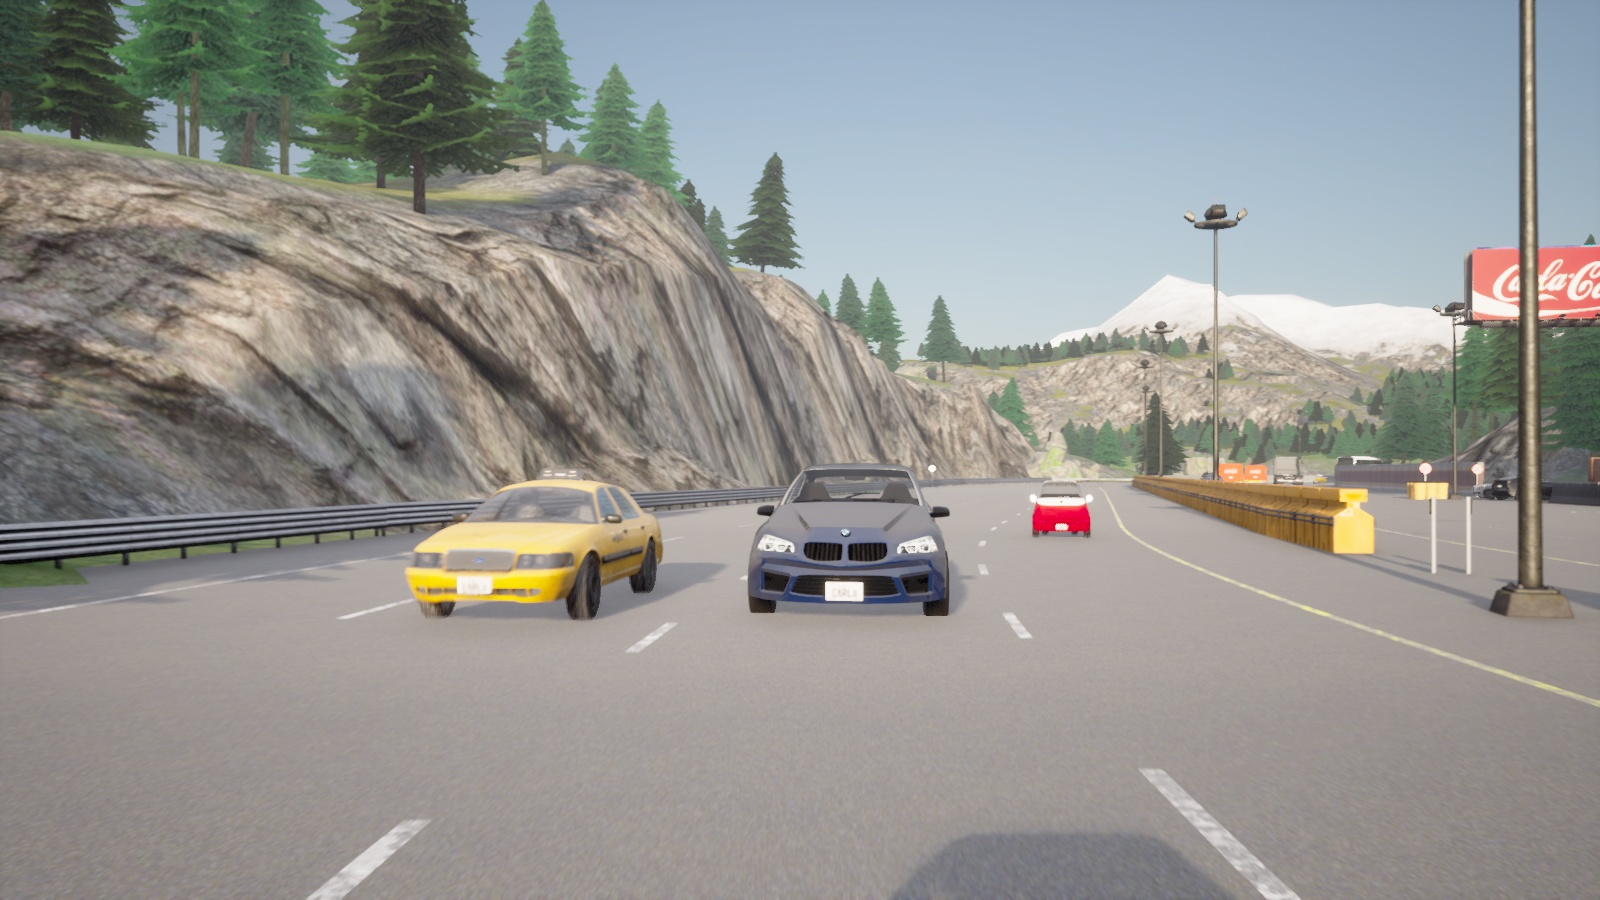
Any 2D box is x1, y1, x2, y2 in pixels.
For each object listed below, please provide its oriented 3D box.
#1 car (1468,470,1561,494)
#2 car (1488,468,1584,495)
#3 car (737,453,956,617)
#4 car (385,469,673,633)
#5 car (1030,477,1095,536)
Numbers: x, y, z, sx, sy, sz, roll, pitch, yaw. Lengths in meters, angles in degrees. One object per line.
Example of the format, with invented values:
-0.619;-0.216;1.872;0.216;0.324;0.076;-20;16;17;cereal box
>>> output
43.816;1.965;77.113;4.674;1.442;1.812;-1;-1;19;car
42.918;1.825;73.307;4.514;1.525;2.007;0;-1;-7;car
0.681;0.912;15.194;2.242;1.667;4.611;0;-1;5;car
-2.884;1.011;14.754;1.801;1.575;5.366;0;-1;5;car
6.327;1.355;30.410;1.481;1.376;2.207;-1;-1;10;car
